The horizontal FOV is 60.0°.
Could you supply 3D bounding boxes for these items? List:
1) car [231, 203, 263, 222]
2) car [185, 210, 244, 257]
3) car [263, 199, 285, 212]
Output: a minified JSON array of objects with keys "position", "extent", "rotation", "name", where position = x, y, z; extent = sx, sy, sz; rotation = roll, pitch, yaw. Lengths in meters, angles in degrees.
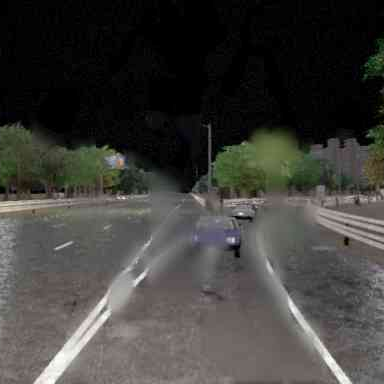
[{"position":[4.238,1.585,26.517],"extent":[1.994,1.385,4.181],"rotation":[0,0,18],"name":"car"},{"position":[1.013,1.608,13.153],"extent":[1.895,1.301,4.718],"rotation":[0,0,9],"name":"car"},{"position":[9.864,1.524,39.882],"extent":[2.128,1.511,4.902],"rotation":[0,0,28],"name":"car"}]
